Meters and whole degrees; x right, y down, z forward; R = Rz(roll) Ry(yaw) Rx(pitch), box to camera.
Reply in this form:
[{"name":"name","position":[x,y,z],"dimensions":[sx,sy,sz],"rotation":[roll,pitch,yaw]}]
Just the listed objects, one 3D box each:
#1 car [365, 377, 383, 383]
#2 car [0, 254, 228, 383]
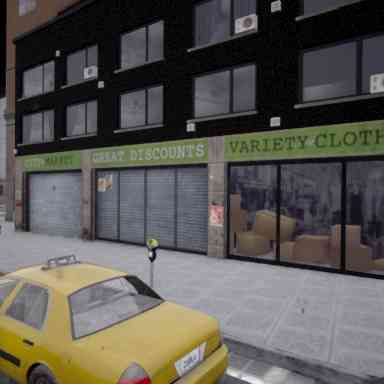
[{"name":"car","position":[2.793,1.551,1.097],"dimensions":[4.403,1.369,2.008],"rotation":[0,1,36]},{"name":"car","position":[-1.892,1.524,4.441],"dimensions":[4.829,1.417,1.752],"rotation":[0,1,36]}]
